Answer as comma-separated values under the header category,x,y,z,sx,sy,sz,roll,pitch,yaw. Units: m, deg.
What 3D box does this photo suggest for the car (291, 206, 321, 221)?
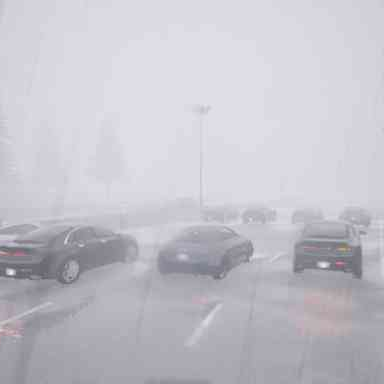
category,x,y,z,sx,sy,sz,roll,pitch,yaw
car,9.314,1.819,26.922,1.812,1.442,4.674,-1,-1,29

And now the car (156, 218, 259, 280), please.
category,x,y,z,sx,sy,sz,roll,pitch,yaw
car,0.584,1.756,10.796,1.994,1.385,4.181,-1,-1,25

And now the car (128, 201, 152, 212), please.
category,x,y,z,sx,sy,sz,roll,pitch,yaw
car,-6.520,2.159,49.119,2.033,1.411,5.357,-1,0,29

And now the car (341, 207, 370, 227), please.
category,x,y,z,sx,sy,sz,roll,pitch,yaw
car,12.262,1.809,25.024,1.994,1.385,4.181,-1,-1,29

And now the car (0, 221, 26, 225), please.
category,x,y,z,sx,sy,sz,roll,pitch,yaw
car,-6.466,1.774,12.142,1.812,1.442,4.674,-1,-1,23

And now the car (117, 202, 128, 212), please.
category,x,y,z,sx,sy,sz,roll,pitch,yaw
car,-9.490,2.185,50.966,1.812,1.442,4.674,-1,0,29

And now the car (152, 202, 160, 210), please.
category,x,y,z,sx,sy,sz,roll,pitch,yaw
car,-3.288,2.126,47.726,1.994,1.385,4.181,-1,0,29

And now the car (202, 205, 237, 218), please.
category,x,y,z,sx,sy,sz,roll,pitch,yaw
car,2.626,1.894,29.311,1.837,1.490,4.892,-1,-1,29

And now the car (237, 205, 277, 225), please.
category,x,y,z,sx,sy,sz,roll,pitch,yaw
car,5.681,1.846,27.604,1.837,1.490,4.892,-1,0,29

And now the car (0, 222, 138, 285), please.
category,x,y,z,sx,sy,sz,roll,pitch,yaw
car,-3.478,1.707,10.302,1.837,1.490,4.892,-1,-1,22

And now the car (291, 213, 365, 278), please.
category,x,y,z,sx,sy,sz,roll,pitch,yaw
car,4.513,1.676,10.924,1.837,1.490,4.892,-1,-1,26

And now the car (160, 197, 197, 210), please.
category,x,y,z,sx,sy,sz,roll,pitch,yaw
car,-1.416,1.745,43.940,2.150,2.045,5.566,-1,0,29
